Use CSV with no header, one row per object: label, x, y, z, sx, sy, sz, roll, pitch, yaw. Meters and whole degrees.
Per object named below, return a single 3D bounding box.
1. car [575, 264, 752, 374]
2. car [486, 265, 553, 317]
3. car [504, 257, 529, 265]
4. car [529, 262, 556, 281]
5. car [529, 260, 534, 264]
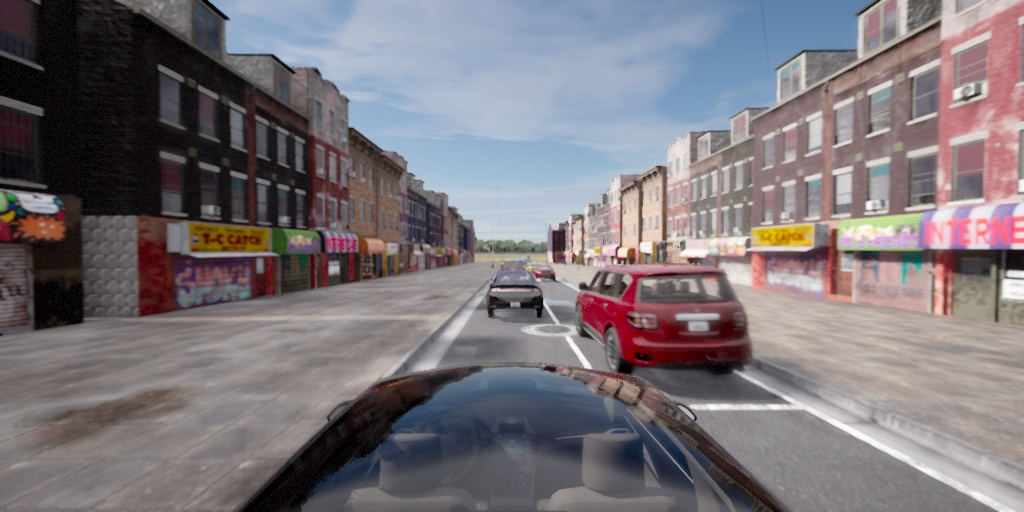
car,2.635,1.071,7.413,2.192,1.841,5.009,0,0,0
car,0.097,1.254,13.276,2.128,1.511,4.902,0,0,0
car,0.092,1.134,30.427,2.097,1.767,4.553,0,0,0
car,2.629,1.363,29.543,1.802,1.307,4.207,0,0,0
car,2.626,1.320,40.777,1.751,1.417,4.829,0,0,0
